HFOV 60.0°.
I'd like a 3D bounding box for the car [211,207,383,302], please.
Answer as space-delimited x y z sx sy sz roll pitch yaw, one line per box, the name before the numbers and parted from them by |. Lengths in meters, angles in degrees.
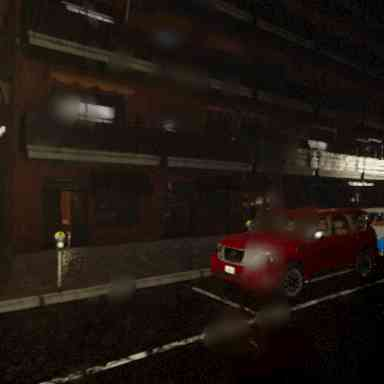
car | 2.859 1.363 8.598 5.009 1.841 2.192 0 0 -36
